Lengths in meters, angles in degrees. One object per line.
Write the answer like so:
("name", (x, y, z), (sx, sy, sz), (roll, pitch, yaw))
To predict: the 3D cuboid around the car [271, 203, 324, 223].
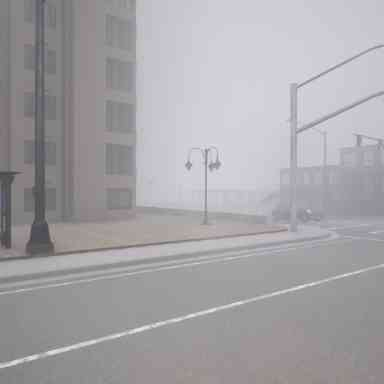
("car", (9.141, 1.744, 29.119), (2.097, 1.767, 4.553), (1, -5, -36))
